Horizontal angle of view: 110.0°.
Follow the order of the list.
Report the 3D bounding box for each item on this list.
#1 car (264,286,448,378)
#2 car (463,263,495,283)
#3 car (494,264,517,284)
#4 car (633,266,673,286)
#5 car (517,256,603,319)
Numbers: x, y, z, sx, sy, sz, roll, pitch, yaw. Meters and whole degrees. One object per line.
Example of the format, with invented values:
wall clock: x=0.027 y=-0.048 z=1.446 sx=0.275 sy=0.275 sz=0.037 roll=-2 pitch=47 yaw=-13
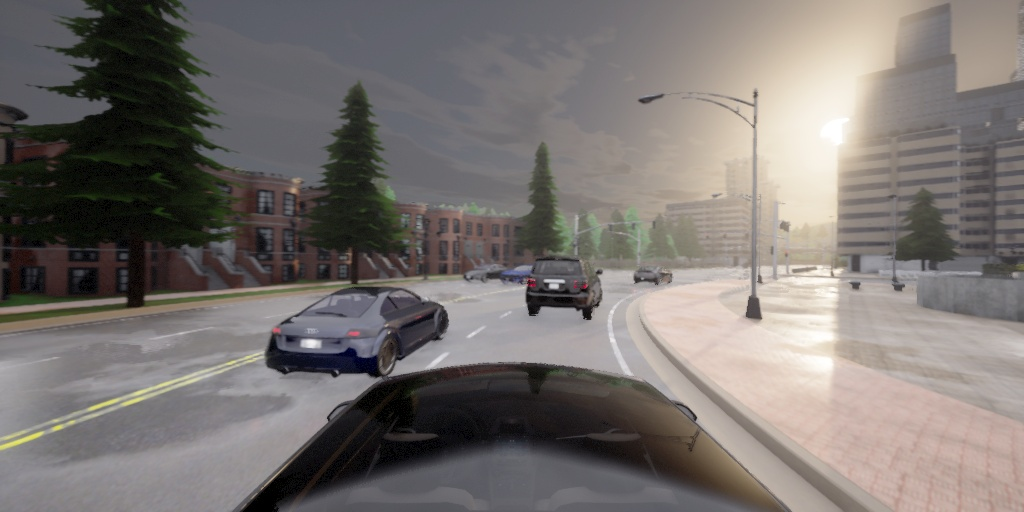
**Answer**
car: x=-2.768 y=1.304 z=7.395 sx=1.994 sy=1.385 sz=4.181 roll=1 pitch=0 yaw=8
car: x=-1.945 y=1.358 z=29.299 sx=2.128 sy=1.511 sz=4.902 roll=1 pitch=0 yaw=34
car: x=1.066 y=1.382 z=27.516 sx=1.882 sy=1.535 sz=5.008 roll=1 pitch=-1 yaw=34
car: x=11.409 y=1.541 z=28.826 sx=2.128 sy=1.511 sz=4.902 roll=1 pitch=0 yaw=41
car: x=2.116 y=1.059 z=13.533 sx=2.150 sy=2.045 sz=5.566 roll=1 pitch=-1 yaw=18
